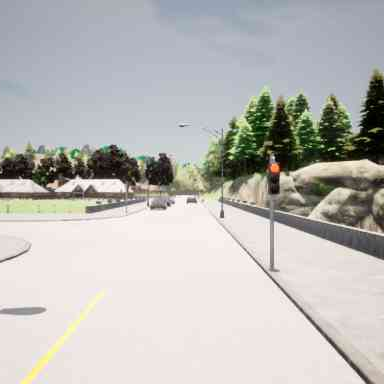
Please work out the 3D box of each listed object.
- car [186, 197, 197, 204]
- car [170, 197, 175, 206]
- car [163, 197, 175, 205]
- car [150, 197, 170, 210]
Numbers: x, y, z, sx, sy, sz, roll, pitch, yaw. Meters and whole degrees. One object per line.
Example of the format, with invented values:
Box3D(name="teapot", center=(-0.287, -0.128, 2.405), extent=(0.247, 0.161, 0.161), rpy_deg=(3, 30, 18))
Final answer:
Box3D(name="car", center=(-0.074, 1.563, 65.166), extent=(1.994, 1.385, 4.181), rpy_deg=(0, 0, 0))
Box3D(name="car", center=(-4.233, 1.547, 52.341), extent=(2.033, 1.411, 5.357), rpy_deg=(0, 0, -1))
Box3D(name="car", center=(-4.225, 1.601, 62.154), extent=(1.895, 1.301, 4.718), rpy_deg=(0, 0, 0))
Box3D(name="car", center=(-4.214, 1.526, 42.633), extent=(1.812, 1.442, 4.674), rpy_deg=(0, 0, -1))
